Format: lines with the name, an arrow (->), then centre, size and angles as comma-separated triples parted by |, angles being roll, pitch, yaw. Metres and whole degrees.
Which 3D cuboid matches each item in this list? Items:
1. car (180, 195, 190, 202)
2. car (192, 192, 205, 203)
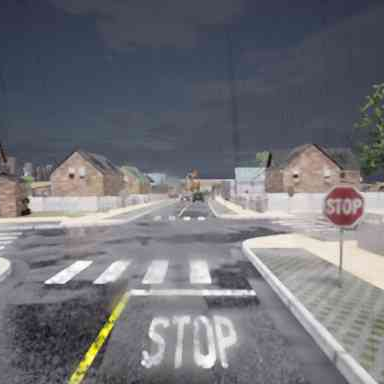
car -> -1.346, 1.367, 68.819 | 2.128, 1.511, 4.902 | 0, 0, 2
car -> 1.233, 1.060, 64.559 | 2.150, 2.045, 5.566 | 0, 0, 2
